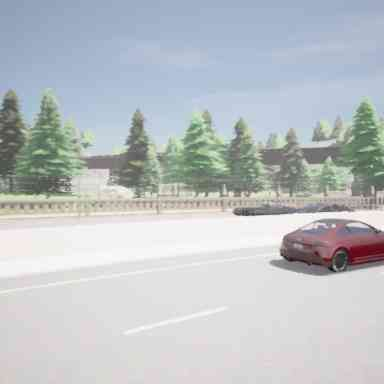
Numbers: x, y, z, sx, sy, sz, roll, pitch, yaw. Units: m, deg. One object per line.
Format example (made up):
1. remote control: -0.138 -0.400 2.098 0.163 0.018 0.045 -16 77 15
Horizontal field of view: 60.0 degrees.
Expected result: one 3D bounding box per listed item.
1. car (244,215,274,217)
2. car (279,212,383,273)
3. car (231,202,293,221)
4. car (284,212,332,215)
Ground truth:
1. car: 6.286 1.519 23.331 4.718 1.301 1.895 0 0 -24
2. car: 4.813 1.530 10.552 4.181 1.385 1.994 0 0 -29
3. car: 5.653 1.504 26.864 4.718 1.301 1.895 0 0 -24
4. car: 7.737 1.438 20.112 4.892 1.490 1.837 0 0 -24
